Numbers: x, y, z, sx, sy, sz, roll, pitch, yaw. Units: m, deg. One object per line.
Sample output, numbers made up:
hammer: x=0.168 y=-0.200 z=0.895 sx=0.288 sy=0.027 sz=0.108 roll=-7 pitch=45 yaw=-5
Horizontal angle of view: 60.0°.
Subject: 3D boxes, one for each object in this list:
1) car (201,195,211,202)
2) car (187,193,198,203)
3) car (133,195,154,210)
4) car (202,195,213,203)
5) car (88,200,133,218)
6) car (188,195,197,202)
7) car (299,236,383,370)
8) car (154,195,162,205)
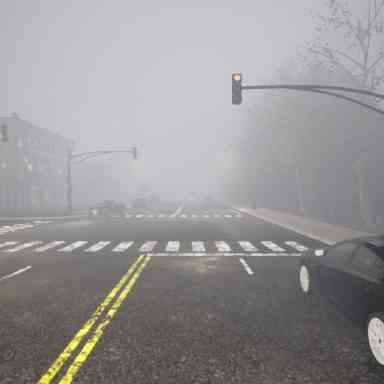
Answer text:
car: x=3.293 y=1.494 z=79.164 sx=2.128 sy=1.511 sz=4.902 roll=0 pitch=0 yaw=0
car: x=0.136 y=1.196 z=68.642 sx=2.150 sy=2.045 sz=5.566 roll=0 pitch=0 yaw=0
car: x=-6.576 y=1.464 z=43.208 sx=1.882 sy=1.535 sz=5.008 roll=0 pitch=0 yaw=0
car: x=3.389 y=1.480 z=68.974 sx=1.837 sy=1.490 sz=4.892 roll=0 pitch=0 yaw=0
car: x=-7.424 y=1.485 z=29.639 sx=2.128 sy=1.511 sz=4.902 roll=0 pitch=0 yaw=12
car: x=0.043 y=1.509 z=79.285 sx=2.033 sy=1.411 sz=5.357 roll=0 pitch=0 yaw=0
car: x=3.345 y=1.477 z=5.649 sx=1.882 sy=1.535 sz=5.008 roll=0 pitch=0 yaw=1
car: x=-6.546 y=1.331 z=58.560 sx=2.097 sy=1.767 sz=4.553 roll=0 pitch=0 yaw=0
